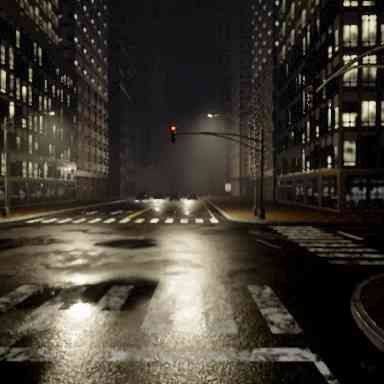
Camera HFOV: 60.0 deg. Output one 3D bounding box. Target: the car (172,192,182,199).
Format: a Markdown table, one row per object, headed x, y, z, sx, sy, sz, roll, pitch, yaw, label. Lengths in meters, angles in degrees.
| x | y | z | sx | sy | sz | roll | pitch | yaw | label |
| --- | --- | --- | --- | --- | --- | --- | --- | --- | --- |
| -3.138 | 0.670 | 70.996 | 1.994 | 1.385 | 4.181 | 0 | 0 | 0 | car |

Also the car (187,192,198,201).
| x | y | z | sx | sy | sz | roll | pitch | yaw | label |
| --- | --- | --- | --- | --- | --- | --- | --- | --- | --- |
| 0.096 | 0.915 | 60.991 | 2.033 | 1.411 | 5.357 | 0 | 0 | 0 | car |

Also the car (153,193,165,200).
| x | y | z | sx | sy | sz | roll | pitch | yaw | label |
| --- | --- | --- | --- | --- | --- | --- | --- | --- | --- |
| -6.398 | 0.897 | 65.170 | 1.994 | 1.385 | 4.181 | 0 | 0 | 0 | car |

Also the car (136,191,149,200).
| x | y | z | sx | sy | sz | roll | pitch | yaw | label |
| --- | --- | --- | --- | --- | --- | --- | --- | --- | --- |
| -9.648 | 0.684 | 65.203 | 2.097 | 1.767 | 4.553 | 0 | 0 | 0 | car |

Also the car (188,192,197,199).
| x | y | z | sx | sy | sz | roll | pitch | yaw | label |
| --- | --- | --- | --- | --- | --- | --- | --- | --- | --- |
| 0.113 | 0.725 | 71.438 | 1.895 | 1.301 | 4.718 | 0 | 0 | 0 | car |

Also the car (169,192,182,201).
| x | y | z | sx | sy | sz | roll | pitch | yaw | label |
| --- | --- | --- | --- | --- | --- | --- | --- | --- | --- |
| -3.155 | 0.919 | 60.580 | 2.033 | 1.411 | 5.357 | 0 | 0 | 0 | car |
